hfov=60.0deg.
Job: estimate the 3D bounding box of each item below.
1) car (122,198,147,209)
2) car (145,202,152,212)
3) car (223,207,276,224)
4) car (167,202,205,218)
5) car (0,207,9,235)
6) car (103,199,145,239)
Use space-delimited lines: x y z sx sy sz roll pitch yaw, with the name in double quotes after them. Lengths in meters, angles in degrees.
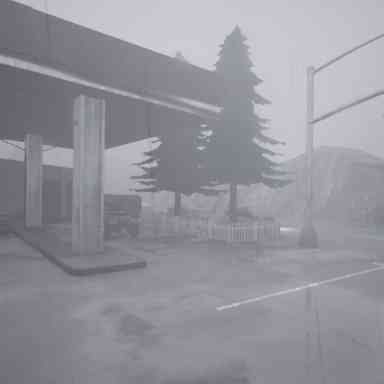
-8.642 1.611 49.613 1.837 1.490 4.892 1 0 -35 "car"
-6.534 1.652 40.227 1.812 1.442 4.674 1 0 -35 "car"
4.246 1.817 24.900 1.994 1.385 4.181 1 0 -35 "car"
-0.670 1.721 31.899 1.812 1.442 4.674 1 0 -35 "car"
-11.603 1.520 18.514 2.242 1.667 4.611 1 0 -36 "car"
-4.472 1.446 18.305 1.905 1.878 3.866 1 0 -36 "car"
